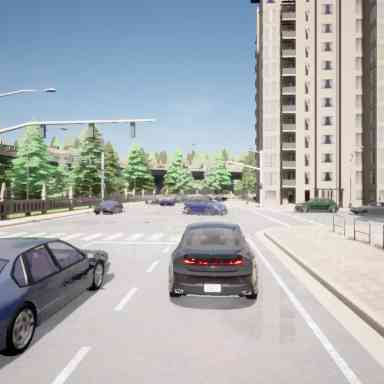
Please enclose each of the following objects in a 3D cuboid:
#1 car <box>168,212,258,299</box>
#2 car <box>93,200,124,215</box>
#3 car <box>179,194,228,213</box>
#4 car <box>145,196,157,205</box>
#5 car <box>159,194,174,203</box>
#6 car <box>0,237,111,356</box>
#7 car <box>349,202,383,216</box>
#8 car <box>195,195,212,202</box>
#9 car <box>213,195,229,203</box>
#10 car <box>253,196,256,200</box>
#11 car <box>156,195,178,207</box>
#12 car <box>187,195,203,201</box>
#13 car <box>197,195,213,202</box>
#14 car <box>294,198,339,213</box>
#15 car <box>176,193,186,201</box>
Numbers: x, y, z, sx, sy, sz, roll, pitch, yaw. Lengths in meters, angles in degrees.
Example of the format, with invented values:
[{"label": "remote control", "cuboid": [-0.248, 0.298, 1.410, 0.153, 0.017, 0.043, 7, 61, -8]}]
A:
[{"label": "car", "cuboid": [0.546, 1.505, 8.488, 1.837, 1.490, 4.892, 0, 0, 4]}, {"label": "car", "cuboid": [-8.462, 1.551, 34.250, 2.033, 1.411, 5.357, 0, 0, 4]}, {"label": "car", "cuboid": [1.307, 1.385, 32.769, 4.553, 1.767, 2.097, 0, 0, 41]}, {"label": "car", "cuboid": [-6.887, 1.491, 57.748, 2.128, 1.511, 4.902, 0, 0, 4]}, {"label": "car", "cuboid": [-5.439, 1.355, 71.679, 2.097, 1.767, 4.553, 0, 0, 11]}, {"label": "car", "cuboid": [-3.138, 1.547, 6.033, 2.033, 1.411, 5.357, 0, 0, 4]}, {"label": "car", "cuboid": [18.355, 1.656, 33.188, 4.718, 1.301, 1.895, 0, 0, 3]}, {"label": "car", "cuboid": [2.893, 1.525, 82.282, 2.128, 1.511, 4.902, 0, 0, 34]}, {"label": "car", "cuboid": [6.638, 1.525, 74.787, 2.128, 1.511, 4.902, 0, 0, 24]}, {"label": "car", "cuboid": [18.878, 1.524, 91.019, 4.674, 1.442, 1.812, 0, 0, -20]}, {"label": "car", "cuboid": [-3.825, 1.601, 51.408, 1.895, 1.301, 4.718, 0, 0, 4]}, {"label": "car", "cuboid": [0.778, 1.552, 85.339, 1.994, 1.385, 4.181, 0, 0, 34]}, {"label": "car", "cuboid": [2.995, 1.500, 75.162, 1.837, 1.490, 4.892, 0, 0, 24]}, {"label": "car", "cuboid": [13.756, 1.407, 36.988, 4.553, 1.767, 2.097, 0, 0, 5]}, {"label": "car", "cuboid": [-2.337, 1.221, 69.389, 2.150, 2.045, 5.566, 0, 0, 6]}]
